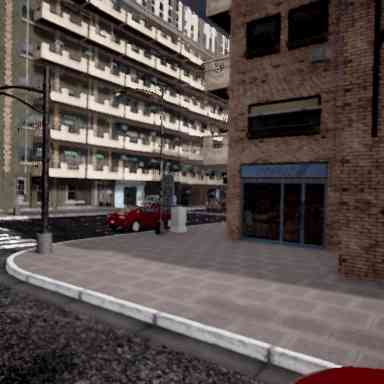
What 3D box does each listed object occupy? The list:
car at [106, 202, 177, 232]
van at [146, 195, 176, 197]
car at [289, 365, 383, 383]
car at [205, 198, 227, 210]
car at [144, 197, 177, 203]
[{"bbox_3d":[-3.014,1.514,19.827,1.887,1.381,4.507,1,0,36],"label":"car"},{"bbox_3d":[-3.172,1.220,33.944,1.690,1.788,3.998,1,0,36],"label":"van"},{"bbox_3d":[2.345,1.605,1.325,4.206,1.307,1.802,1,1,36],"label":"car"},{"bbox_3d":[3.431,1.447,43.198,1.967,1.590,4.097,1,0,36],"label":"car"},{"bbox_3d":[-3.176,1.431,29.525,1.812,1.442,4.674,2,0,36],"label":"car"}]
